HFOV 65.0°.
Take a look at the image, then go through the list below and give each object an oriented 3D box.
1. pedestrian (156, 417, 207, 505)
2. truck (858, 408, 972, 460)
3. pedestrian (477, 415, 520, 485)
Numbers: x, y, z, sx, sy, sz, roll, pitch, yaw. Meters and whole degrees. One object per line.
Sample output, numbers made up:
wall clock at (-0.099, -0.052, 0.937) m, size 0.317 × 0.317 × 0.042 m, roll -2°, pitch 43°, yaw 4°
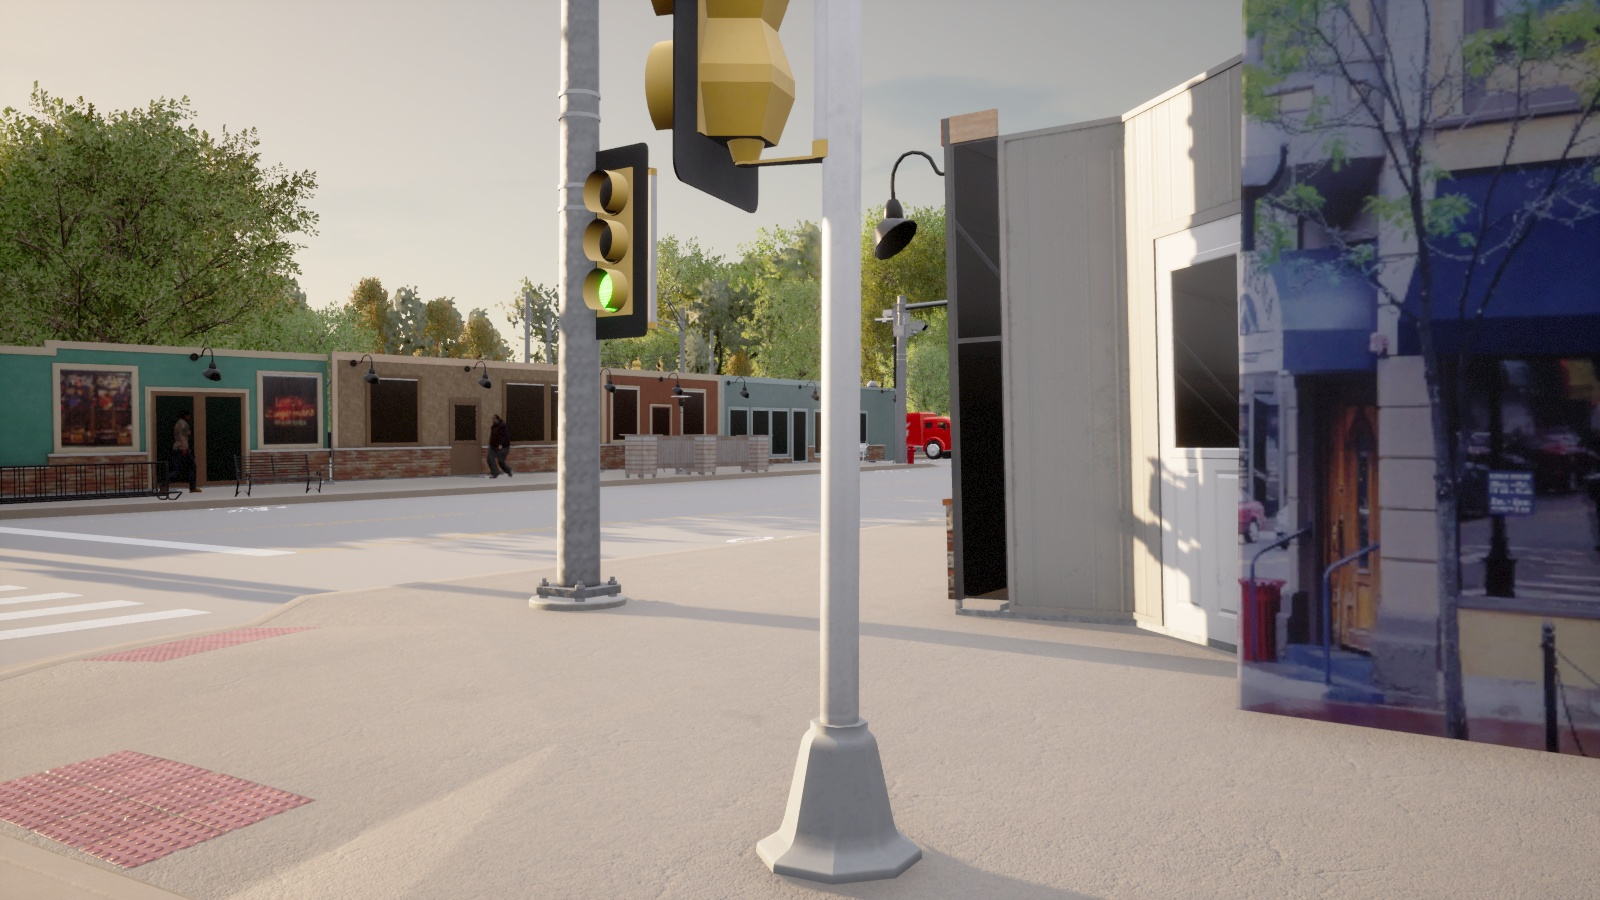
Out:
pedestrian at (-12.903, 0.227, 26.219) m, size 0.328 × 1.805 × 0.869 m, roll 0°, pitch 1°, yaw 35°
truck at (6.027, -0.824, 65.672) m, size 5.204 × 2.467 × 2.627 m, roll -3°, pitch 0°, yaw 29°
pedestrian at (-8.039, -0.007, 33.496) m, size 0.634 × 1.844 × 0.899 m, roll 0°, pitch 1°, yaw 33°
